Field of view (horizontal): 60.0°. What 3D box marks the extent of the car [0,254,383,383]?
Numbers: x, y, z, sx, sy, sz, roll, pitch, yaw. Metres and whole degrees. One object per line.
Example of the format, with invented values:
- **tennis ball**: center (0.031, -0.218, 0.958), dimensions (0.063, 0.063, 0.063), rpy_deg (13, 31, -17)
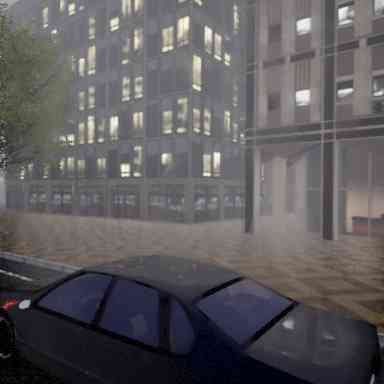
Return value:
- **car**: center (-0.616, 1.546, 4.116), dimensions (5.357, 1.411, 2.033), rpy_deg (0, 0, 36)
